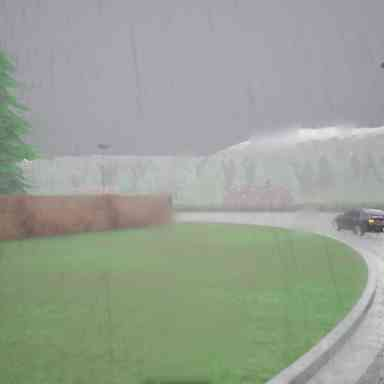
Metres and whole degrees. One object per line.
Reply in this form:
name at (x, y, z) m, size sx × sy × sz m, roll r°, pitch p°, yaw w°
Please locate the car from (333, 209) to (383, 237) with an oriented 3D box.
car at (10.037, 1.745, 19.640) m, size 1.837 × 1.490 × 4.892 m, roll 1°, pitch -1°, yaw 0°
